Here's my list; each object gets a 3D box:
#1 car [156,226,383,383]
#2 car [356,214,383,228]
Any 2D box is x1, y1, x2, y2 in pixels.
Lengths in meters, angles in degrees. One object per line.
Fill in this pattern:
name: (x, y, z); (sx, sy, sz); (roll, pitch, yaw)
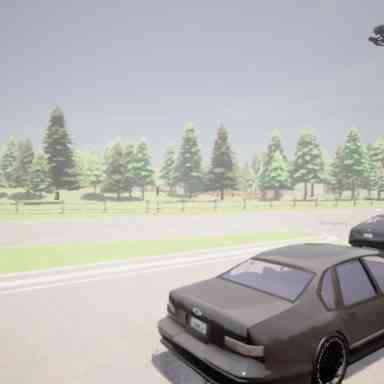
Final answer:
car: (2.123, 1.541, 5.166); (5.357, 1.411, 2.033); (0, 0, -35)
car: (8.118, 1.555, 13.095); (4.181, 1.385, 1.994); (0, 0, -31)
